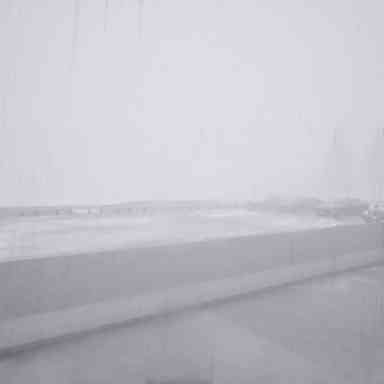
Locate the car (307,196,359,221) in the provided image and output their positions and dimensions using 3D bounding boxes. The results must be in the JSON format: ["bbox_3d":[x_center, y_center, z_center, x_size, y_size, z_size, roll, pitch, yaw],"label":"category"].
[{"bbox_3d":[11.014,1.164,24.323,5.008,1.535,1.882,0,1,-34],"label":"car"}]

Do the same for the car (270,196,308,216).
[{"bbox_3d":[9.025,1.091,27.201,5.008,1.535,1.882,0,1,-34],"label":"car"}]

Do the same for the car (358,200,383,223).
[{"bbox_3d":[13.008,1.285,21.449,4.674,1.442,1.812,0,1,-34],"label":"car"}]

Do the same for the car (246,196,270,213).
[{"bbox_3d":[7.001,1.066,30.058,4.674,1.442,1.812,0,1,-34],"label":"car"}]
